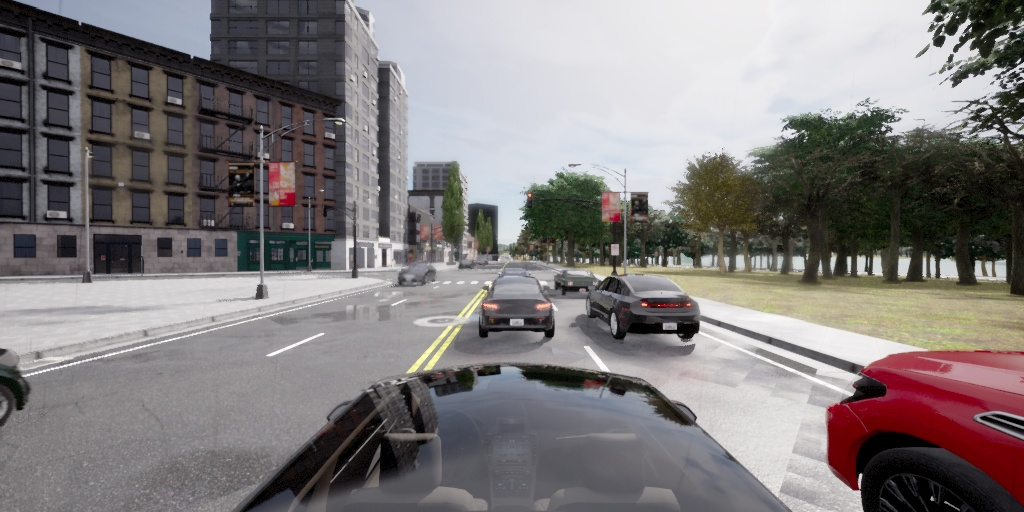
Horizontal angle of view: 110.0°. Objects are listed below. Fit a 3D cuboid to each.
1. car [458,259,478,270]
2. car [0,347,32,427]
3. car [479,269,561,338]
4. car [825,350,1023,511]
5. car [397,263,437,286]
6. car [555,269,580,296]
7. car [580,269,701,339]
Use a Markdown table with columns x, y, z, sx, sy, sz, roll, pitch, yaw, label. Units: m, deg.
| x | y | z | sx | sy | sz | roll | pitch | yaw | label |
| --- | --- | --- | --- | --- | --- | --- | --- | --- | --- |
| -6.488 | 1.213 | 51.166 | 1.882 | 1.535 | 5.008 | 0 | 0 | 0 | car |
| -6.599 | 1.314 | 2.362 | 1.994 | 1.385 | 4.181 | 0 | 0 | 0 | car |
| 0.121 | 1.274 | 10.091 | 1.812 | 1.442 | 4.674 | 0 | 0 | 0 | car |
| 3.347 | 0.972 | 0.189 | 2.150 | 2.045 | 5.566 | 0 | 0 | 0 | car |
| -6.545 | 1.235 | 25.249 | 2.128 | 1.511 | 4.902 | 0 | 0 | 0 | car |
| 3.389 | 1.347 | 19.365 | 1.895 | 1.301 | 4.718 | 0 | 0 | 0 | car |
| 3.367 | 1.253 | 10.052 | 1.837 | 1.490 | 4.892 | 0 | 0 | 0 | car |
